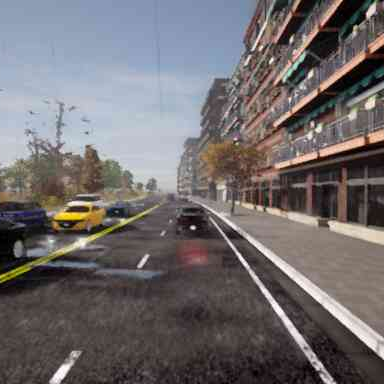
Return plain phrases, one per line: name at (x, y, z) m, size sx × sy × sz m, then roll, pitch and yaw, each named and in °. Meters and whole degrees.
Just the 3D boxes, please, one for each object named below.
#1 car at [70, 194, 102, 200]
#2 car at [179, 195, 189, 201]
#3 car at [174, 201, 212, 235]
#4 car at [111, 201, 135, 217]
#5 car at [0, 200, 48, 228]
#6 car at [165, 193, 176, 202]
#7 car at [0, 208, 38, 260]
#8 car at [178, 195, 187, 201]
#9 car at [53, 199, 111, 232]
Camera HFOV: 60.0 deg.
car at (-9.806, 1.229, 30.850) m, size 2.150 × 2.045 × 5.566 m, roll 1°, pitch 0°, yaw -1°
car at (-1.858, 1.686, 79.360) m, size 1.895 × 1.301 × 4.718 m, roll 1°, pitch 0°, yaw -4°
car at (0.050, 1.519, 18.937) m, size 1.837 × 1.490 × 4.892 m, roll 1°, pitch 0°, yaw 0°
car at (-6.559, 1.545, 30.929) m, size 1.994 × 1.385 × 4.181 m, roll 1°, pitch 0°, yaw -1°
car at (-9.793, 1.270, 18.309) m, size 2.097 × 1.767 × 4.553 m, roll 1°, pitch 0°, yaw 0°
car at (-5.070, 1.280, 78.680) m, size 2.150 × 2.045 × 5.566 m, roll 1°, pitch 0°, yaw -4°
car at (-6.557, 1.421, 9.369) m, size 1.882 × 1.535 × 5.008 m, roll 1°, pitch 0°, yaw 0°
car at (-2.489, 1.528, 89.301) m, size 2.128 × 1.511 × 4.902 m, roll 1°, pitch 0°, yaw -4°
car at (-6.548, 1.428, 19.803) m, size 1.882 × 1.535 × 5.008 m, roll 1°, pitch 0°, yaw 0°
